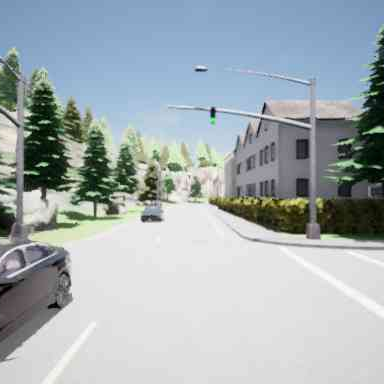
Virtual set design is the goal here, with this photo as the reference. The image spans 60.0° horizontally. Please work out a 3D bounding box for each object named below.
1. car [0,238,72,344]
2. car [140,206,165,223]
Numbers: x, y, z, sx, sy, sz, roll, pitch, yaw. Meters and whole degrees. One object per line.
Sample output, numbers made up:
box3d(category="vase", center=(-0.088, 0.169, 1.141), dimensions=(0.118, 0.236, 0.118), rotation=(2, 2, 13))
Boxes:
box3d(category="car", center=(-3.499, 1.575, 5.307), dimensions=(2.128, 1.511, 4.902), rotation=(0, -1, 0))
box3d(category="car", center=(-3.499, 1.952, 30.352), dimensions=(2.033, 1.411, 5.357), rotation=(0, -1, 0))
